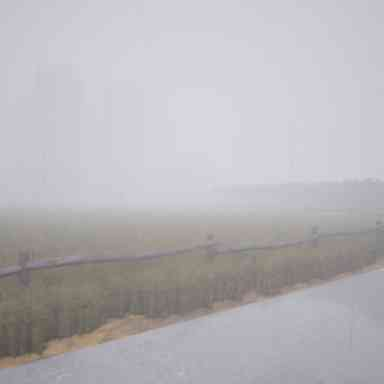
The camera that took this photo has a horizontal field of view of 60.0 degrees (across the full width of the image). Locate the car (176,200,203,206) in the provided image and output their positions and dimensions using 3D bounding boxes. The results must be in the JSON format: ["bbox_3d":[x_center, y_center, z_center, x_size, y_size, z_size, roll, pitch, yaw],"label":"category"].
[{"bbox_3d":[-0.556,1.936,54.692,2.033,1.411,5.357,1,0,-40],"label":"car"}]

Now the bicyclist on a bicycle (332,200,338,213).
[{"bbox_3d":[16.266,1.716,37.501,1.656,1.620,0.582,0,-1,-36],"label":"bicyclist on a bicycle"}]
